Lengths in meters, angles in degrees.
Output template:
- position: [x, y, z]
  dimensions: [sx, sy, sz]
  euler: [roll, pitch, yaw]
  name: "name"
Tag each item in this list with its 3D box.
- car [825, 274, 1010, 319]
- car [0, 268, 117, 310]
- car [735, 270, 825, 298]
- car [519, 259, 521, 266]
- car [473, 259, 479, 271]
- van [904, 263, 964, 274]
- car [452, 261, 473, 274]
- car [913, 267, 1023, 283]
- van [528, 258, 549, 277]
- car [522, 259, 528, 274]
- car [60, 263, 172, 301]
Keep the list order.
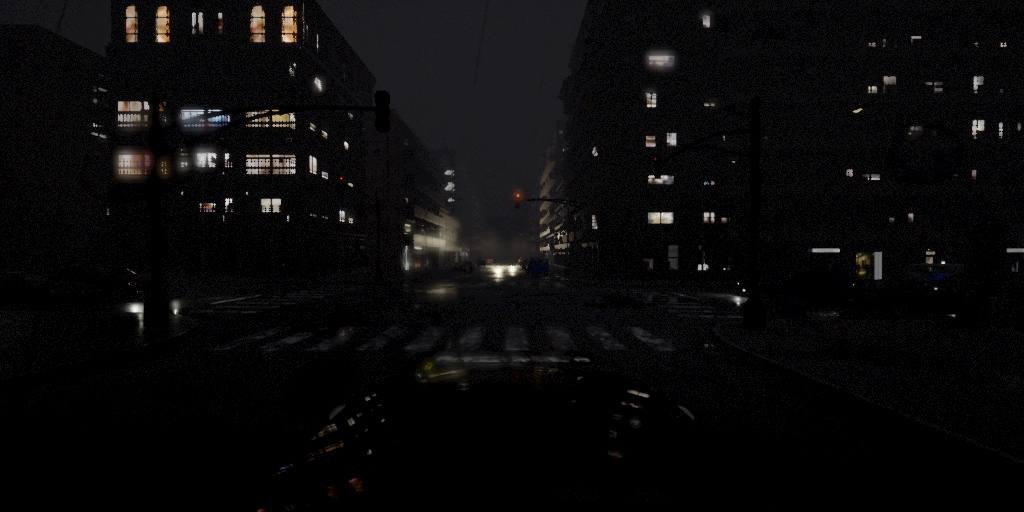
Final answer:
- position: [14.697, 1.498, 13.200]
  dimensions: [4.507, 1.381, 1.888]
  euler: [0, 0, 0]
  name: "car"
- position: [-17.756, 1.215, 13.219]
  dimensions: [4.207, 1.307, 1.802]
  euler: [0, 0, 0]
  name: "car"
- position: [14.956, 1.453, 18.993]
  dimensions: [5.357, 1.411, 2.033]
  euler: [1, 0, 0]
  name: "car"
- position: [2.617, 1.252, 58.018]
  dimensions: [1.967, 1.591, 4.097]
  euler: [0, 0, 0]
  name: "car"
- position: [-5.894, 1.352, 47.018]
  dimensions: [1.948, 1.339, 4.313]
  euler: [0, 0, 0]
  name: "car"
- position: [26.071, 1.343, 21.563]
  dimensions: [3.998, 1.789, 1.690]
  euler: [0, 0, 0]
  name: "van"
- position: [-5.887, 1.359, 41.497]
  dimensions: [1.802, 1.307, 4.207]
  euler: [0, 0, 0]
  name: "car"
- position: [24.865, 1.516, 18.987]
  dimensions: [4.892, 1.490, 1.837]
  euler: [1, 0, 0]
  name: "car"
- position: [2.776, 1.109, 35.961]
  dimensions: [1.690, 1.789, 3.998]
  euler: [0, 0, 0]
  name: "van"
- position: [2.680, 1.091, 41.457]
  dimensions: [2.192, 1.841, 5.009]
  euler: [0, 0, 0]
  name: "car"
- position: [-18.007, 1.086, 15.801]
  dimensions: [5.008, 1.535, 1.882]
  euler: [1, 0, 0]
  name: "car"
